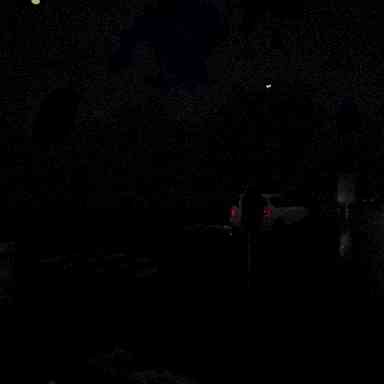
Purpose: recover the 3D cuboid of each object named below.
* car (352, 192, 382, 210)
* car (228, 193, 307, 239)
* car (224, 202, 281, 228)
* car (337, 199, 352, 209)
[{"bbox_3d":[20.907,1.032,39.295,2.150,2.045,5.566,0,0,37],"label":"car"},{"bbox_3d":[3.955,1.078,16.692,2.150,2.045,5.566,0,0,37],"label":"car"},{"bbox_3d":[4.065,1.402,21.754,1.994,1.385,4.181,0,0,37],"label":"car"},{"bbox_3d":[19.412,1.338,42.101,1.812,1.442,4.674,0,0,37],"label":"car"}]
